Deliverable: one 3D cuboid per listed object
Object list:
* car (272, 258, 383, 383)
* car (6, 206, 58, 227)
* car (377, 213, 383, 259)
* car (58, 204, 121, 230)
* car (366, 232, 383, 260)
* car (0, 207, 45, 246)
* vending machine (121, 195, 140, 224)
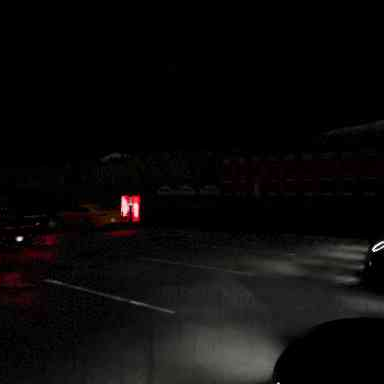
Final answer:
[{"bbox_3d":[2.879,1.497,1.873,4.892,1.490,1.837,0,0,36],"label":"car"},{"bbox_3d":[-10.554,1.576,19.879,4.902,1.511,2.128,0,0,35],"label":"car"},{"bbox_3d":[8.711,1.516,10.651,4.674,1.442,1.812,0,0,35],"label":"car"},{"bbox_3d":[-6.805,1.552,21.531,5.008,1.535,1.882,0,0,35],"label":"car"},{"bbox_3d":[6.638,1.344,7.820,4.553,1.767,2.097,0,0,36],"label":"car"},{"bbox_3d":[-8.678,1.570,14.299,4.892,1.490,1.837,0,0,35],"label":"car"},{"bbox_3d":[-4.570,1.268,24.810,0.880,2.100,1.100,0,0,35],"label":"vending machine"}]
